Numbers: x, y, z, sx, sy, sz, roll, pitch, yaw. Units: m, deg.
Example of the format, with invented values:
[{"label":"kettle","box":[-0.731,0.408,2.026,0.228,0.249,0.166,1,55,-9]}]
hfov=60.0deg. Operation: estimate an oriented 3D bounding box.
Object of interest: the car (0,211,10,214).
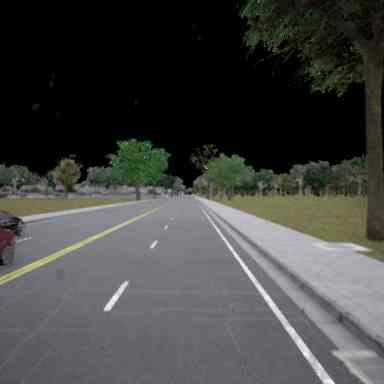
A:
[{"label":"car","box":[-9.872,1.627,16.079,1.994,1.385,4.181,0,0,0]}]

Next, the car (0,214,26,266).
[{"label":"car","box":[-6.614,1.562,9.060,1.812,1.442,4.674,0,0,0]}]
